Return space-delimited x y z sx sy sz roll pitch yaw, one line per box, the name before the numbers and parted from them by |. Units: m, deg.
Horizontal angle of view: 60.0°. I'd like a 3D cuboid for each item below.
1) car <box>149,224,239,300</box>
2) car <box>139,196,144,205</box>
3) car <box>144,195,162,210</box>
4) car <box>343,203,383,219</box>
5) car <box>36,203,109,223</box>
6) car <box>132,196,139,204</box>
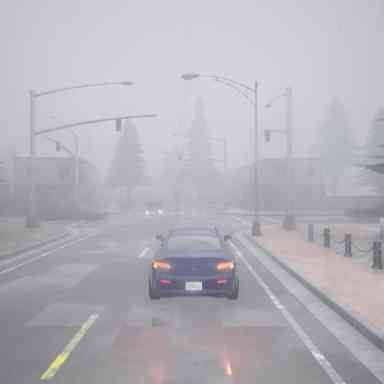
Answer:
car | 0.042 1.526 8.280 1.812 1.442 4.674 0 0 0
car | -6.675 1.318 52.996 2.097 1.767 4.553 0 0 -15
car | -4.927 1.443 43.109 1.882 1.535 5.008 0 0 -6
car | 15.450 1.585 28.152 4.718 1.301 1.895 0 0 2
car | -9.077 1.532 25.110 5.357 1.411 2.033 0 0 2
car | -10.066 1.470 62.803 1.837 1.490 4.892 0 0 -23
